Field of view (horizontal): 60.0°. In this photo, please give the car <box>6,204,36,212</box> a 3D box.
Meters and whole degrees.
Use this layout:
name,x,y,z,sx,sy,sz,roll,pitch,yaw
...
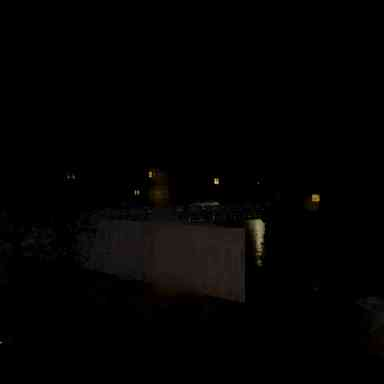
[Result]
name,x,y,z,sx,sy,sz,roll,pitch,yaw
car,-13.554,1.470,23.722,2.033,1.411,5.357,4,2,38

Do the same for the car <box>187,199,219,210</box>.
name,x,y,z,sx,sy,sz,roll,pitch,yaw
car,1.370,1.577,40.247,4.674,1.442,1.812,0,2,-43

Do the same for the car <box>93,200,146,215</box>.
name,x,y,z,sx,sy,sz,roll,pitch,yaw
car,-6.808,1.506,31.970,2.033,1.411,5.357,4,2,42
